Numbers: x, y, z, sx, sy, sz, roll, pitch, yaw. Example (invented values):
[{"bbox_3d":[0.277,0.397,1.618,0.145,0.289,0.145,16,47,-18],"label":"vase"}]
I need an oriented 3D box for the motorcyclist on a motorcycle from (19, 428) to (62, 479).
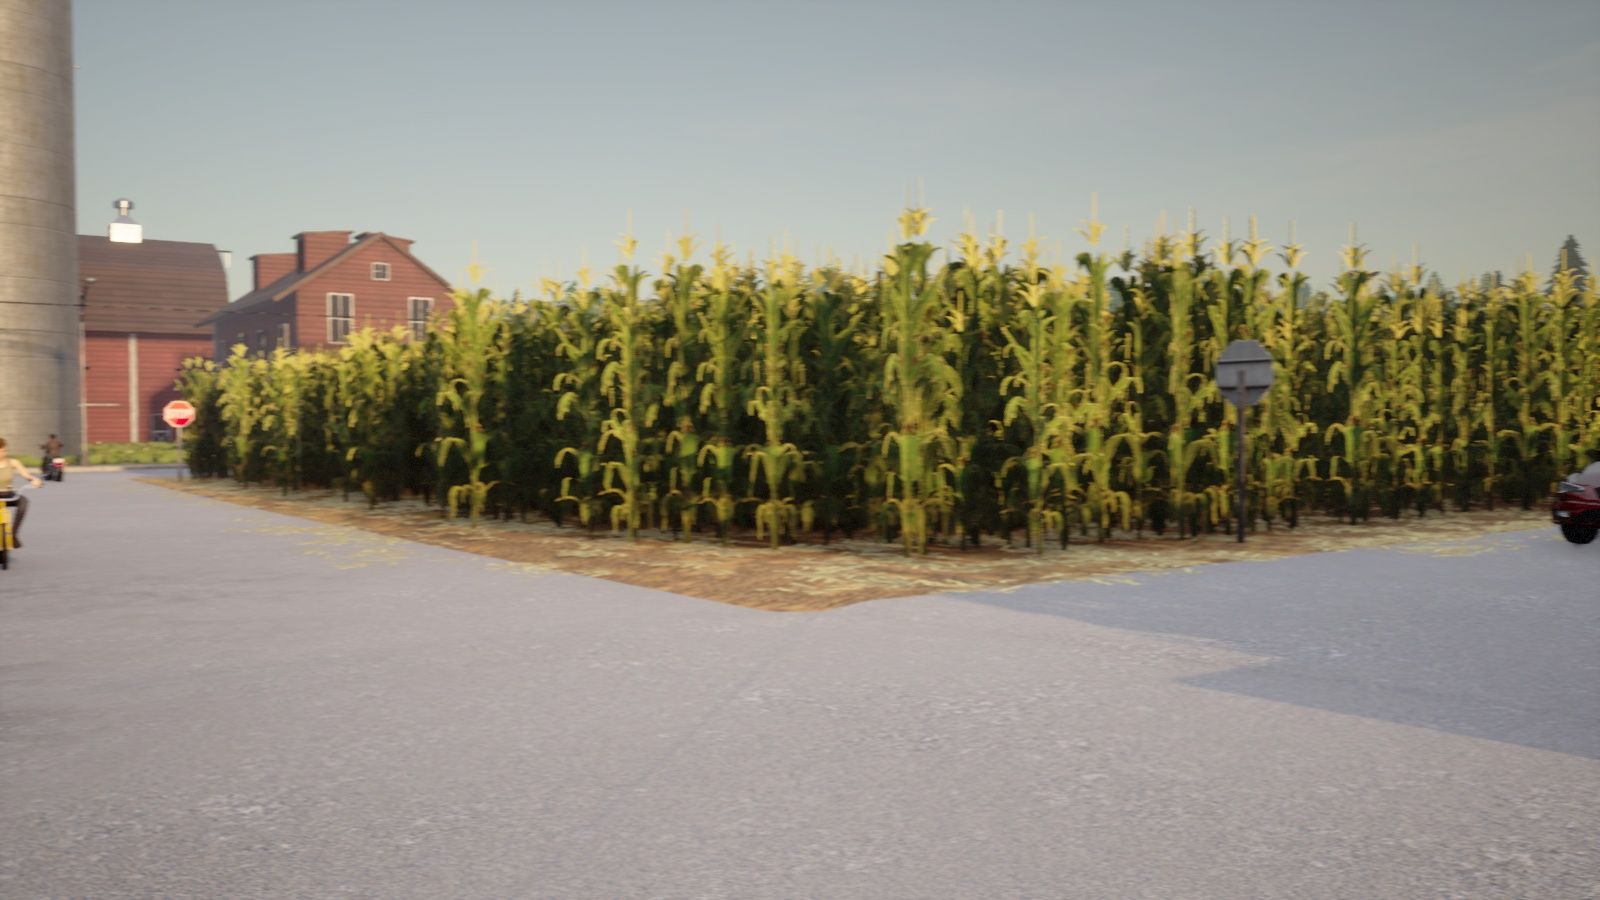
[{"bbox_3d":[-25.458,0.079,42.067,0.766,1.649,2.350,-2,2,-42],"label":"motorcyclist on a motorcycle"}]

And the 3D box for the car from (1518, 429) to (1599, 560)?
[{"bbox_3d":[10.791,0.477,15.425,4.193,1.474,1.816,-1,2,-35],"label":"car"}]

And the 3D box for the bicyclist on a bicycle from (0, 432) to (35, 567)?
[{"bbox_3d":[-10.032,0.580,15.499,0.866,1.612,1.509,-1,1,-36],"label":"bicyclist on a bicycle"}]
